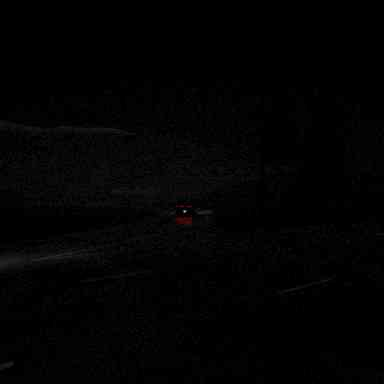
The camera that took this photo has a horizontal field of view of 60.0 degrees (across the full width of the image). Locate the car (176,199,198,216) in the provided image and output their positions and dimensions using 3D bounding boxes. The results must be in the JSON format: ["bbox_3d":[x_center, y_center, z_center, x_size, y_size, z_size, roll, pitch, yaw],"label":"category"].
[{"bbox_3d":[-0.516,1.498,32.813,1.837,1.490,4.892,0,0,3],"label":"car"}]
